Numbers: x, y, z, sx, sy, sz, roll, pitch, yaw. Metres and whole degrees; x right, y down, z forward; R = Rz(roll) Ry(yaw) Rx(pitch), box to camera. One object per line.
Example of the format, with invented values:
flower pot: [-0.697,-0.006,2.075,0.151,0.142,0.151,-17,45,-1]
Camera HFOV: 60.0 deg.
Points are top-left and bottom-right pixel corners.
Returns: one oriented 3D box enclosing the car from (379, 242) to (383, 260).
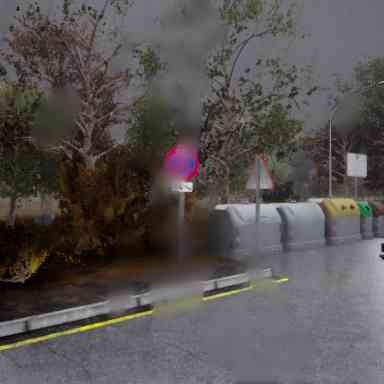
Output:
car: [7.520,1.609,9.844,4.718,1.301,1.895,0,0,-36]
